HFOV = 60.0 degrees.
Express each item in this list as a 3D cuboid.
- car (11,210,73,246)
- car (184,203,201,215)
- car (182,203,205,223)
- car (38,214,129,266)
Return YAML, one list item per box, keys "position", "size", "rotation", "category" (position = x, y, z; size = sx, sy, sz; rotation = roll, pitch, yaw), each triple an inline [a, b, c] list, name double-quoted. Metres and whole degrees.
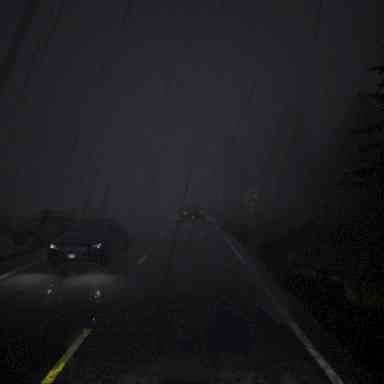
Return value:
- position: [-6.456, 1.609, 15.236]
  size: [1.816, 1.474, 4.193]
  rotation: [6, -1, -2]
  category: "car"
- position: [0.048, 2.003, 40.544]
  size: [1.895, 1.301, 4.718]
  rotation: [0, 0, -2]
  category: "car"
- position: [0.106, 1.814, 28.463]
  size: [1.812, 1.442, 4.674]
  rotation: [0, -1, 0]
  category: "car"
- position: [-3.527, 1.649, 12.159]
  size: [1.812, 1.442, 4.674]
  rotation: [0, -1, 1]
  category: "car"
